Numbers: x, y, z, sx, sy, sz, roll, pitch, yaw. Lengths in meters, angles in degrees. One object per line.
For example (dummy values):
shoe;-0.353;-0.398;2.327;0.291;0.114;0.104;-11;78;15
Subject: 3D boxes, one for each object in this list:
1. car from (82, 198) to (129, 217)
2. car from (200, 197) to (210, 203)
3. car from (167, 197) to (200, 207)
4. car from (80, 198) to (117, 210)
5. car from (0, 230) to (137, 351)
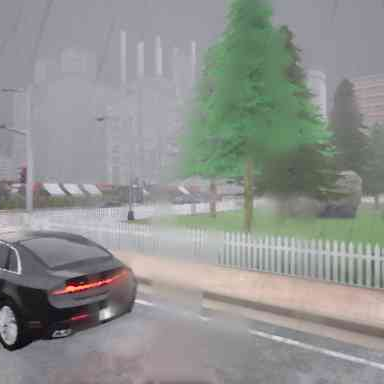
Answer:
car;-7.204;1.483;28.991;1.994;1.385;4.181;0;0;34
car;1.308;1.478;60.523;1.895;1.301;4.718;0;0;34
car;-1.528;1.439;50.209;2.033;1.411;5.357;0;0;34
car;-11.635;1.443;41.525;1.994;1.385;4.181;0;0;34
car;-3.175;1.483;6.207;4.892;1.490;1.837;0;0;36
